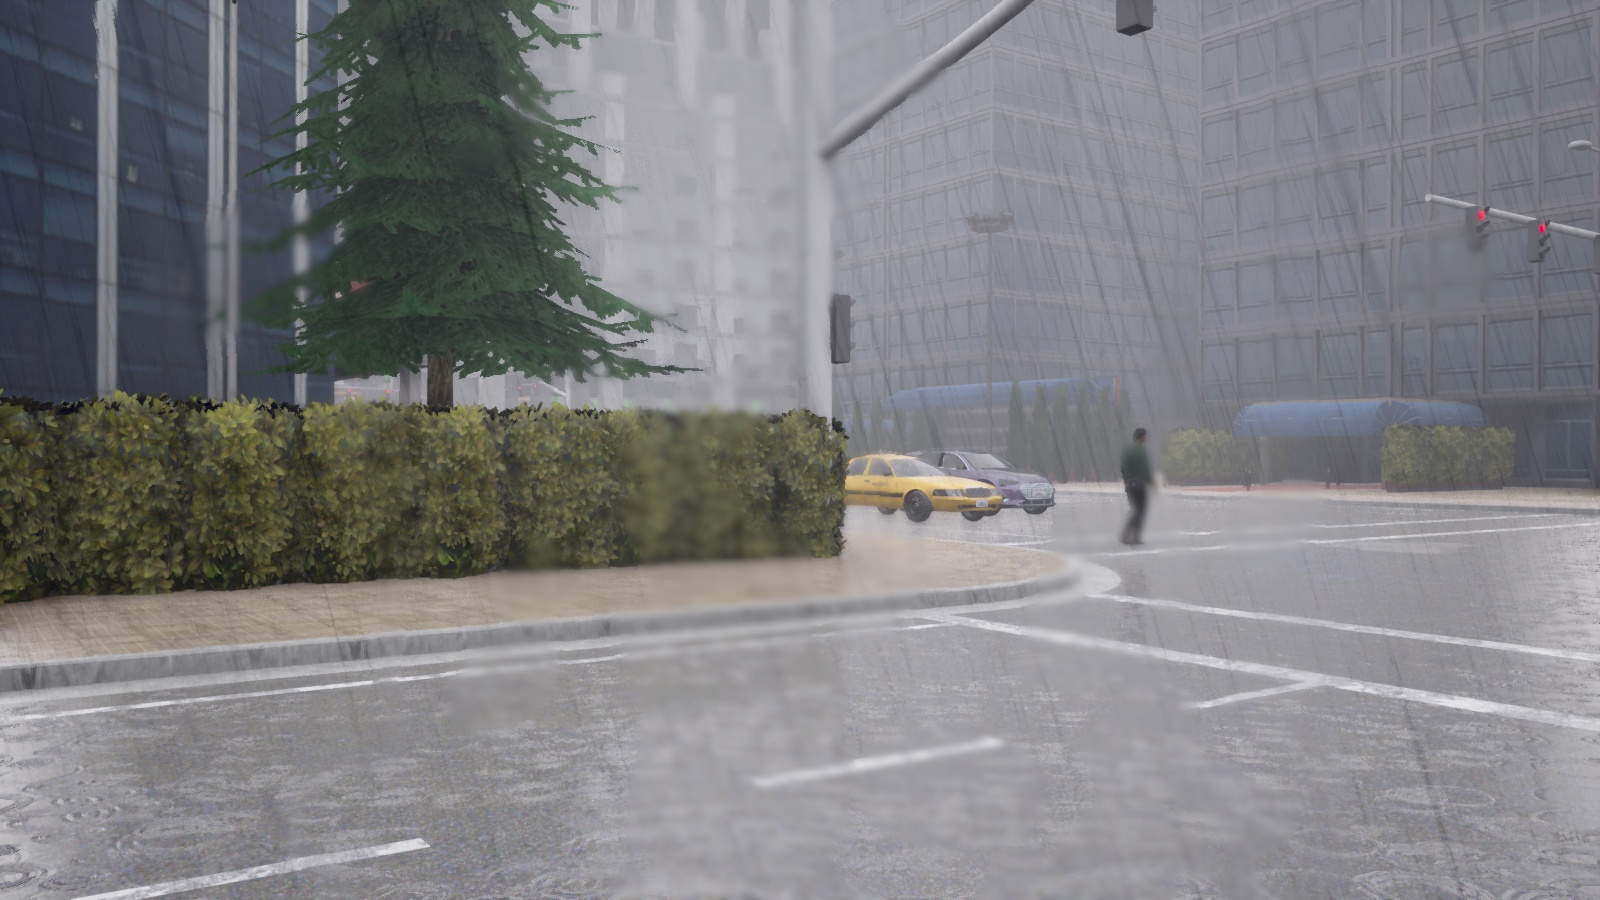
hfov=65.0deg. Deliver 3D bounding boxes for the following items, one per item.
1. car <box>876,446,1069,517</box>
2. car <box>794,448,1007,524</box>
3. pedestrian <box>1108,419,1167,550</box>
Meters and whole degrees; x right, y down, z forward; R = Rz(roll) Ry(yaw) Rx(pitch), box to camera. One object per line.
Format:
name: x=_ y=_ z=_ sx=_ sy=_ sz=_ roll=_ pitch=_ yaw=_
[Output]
car: x=4.245 y=0.743 z=31.635 sx=2.033 sy=1.649 sz=4.856 roll=0 pitch=0 yaw=-35
car: x=2.141 y=0.749 z=28.553 sx=1.801 sy=1.575 sz=5.366 roll=0 pitch=0 yaw=-35
pedestrian: x=5.119 y=0.519 z=19.049 sx=0.788 sy=1.949 sz=0.423 roll=0 pitch=0 yaw=-29
